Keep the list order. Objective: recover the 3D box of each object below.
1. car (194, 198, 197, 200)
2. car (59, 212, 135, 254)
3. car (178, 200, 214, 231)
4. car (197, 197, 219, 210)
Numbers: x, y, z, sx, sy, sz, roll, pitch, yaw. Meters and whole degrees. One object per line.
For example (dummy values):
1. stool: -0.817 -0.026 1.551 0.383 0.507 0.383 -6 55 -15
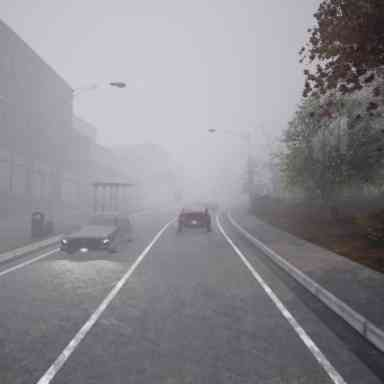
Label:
1. car: 1.471 1.515 55.807 1.882 1.535 5.008 -2 0 15
2. car: -3.597 1.556 13.725 2.033 1.411 5.357 0 0 0
3. car: 0.192 1.487 20.520 1.882 1.535 5.008 0 0 1
4. car: 2.150 1.509 41.408 1.812 1.442 4.674 -1 0 9
